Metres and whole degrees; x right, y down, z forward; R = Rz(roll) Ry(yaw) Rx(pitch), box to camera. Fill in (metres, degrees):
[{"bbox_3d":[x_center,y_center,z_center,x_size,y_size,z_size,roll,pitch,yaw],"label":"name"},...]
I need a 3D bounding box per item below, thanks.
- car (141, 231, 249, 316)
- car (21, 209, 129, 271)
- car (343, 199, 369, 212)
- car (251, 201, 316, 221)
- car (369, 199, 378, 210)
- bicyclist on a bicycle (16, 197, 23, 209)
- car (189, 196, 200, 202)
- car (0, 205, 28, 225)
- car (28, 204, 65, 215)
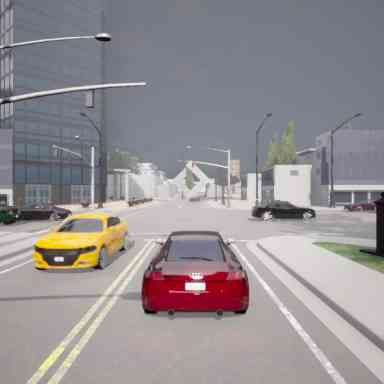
[{"bbox_3d":[0.070,1.564,7.623,1.994,1.385,4.181,0,0,0],"label":"car"},{"bbox_3d":[-3.434,1.477,11.169,1.882,1.535,5.008,0,0,1],"label":"car"},{"bbox_3d":[19.846,1.502,37.070,5.357,1.411,2.033,0,0,-1],"label":"car"},{"bbox_3d":[7.171,1.476,26.258,5.008,1.535,1.882,0,0,0],"label":"car"},{"bbox_3d":[21.522,1.167,33.567,5.566,2.045,2.150,0,0,0],"label":"car"},{"bbox_3d":[-22.002,1.466,42.502,0.582,1.620,1.656,-1,0,0],"label":"bicyclist on a bicycle"},{"bbox_3d":[0.688,1.595,76.964,1.895,1.301,4.718,0,0,12],"label":"car"},{"bbox_3d":[-14.638,1.305,22.585,5.566,2.045,2.150,0,0,0],"label":"car"},{"bbox_3d":[-11.616,1.624,26.109,4.181,1.385,1.994,-1,0,0],"label":"car"}]
